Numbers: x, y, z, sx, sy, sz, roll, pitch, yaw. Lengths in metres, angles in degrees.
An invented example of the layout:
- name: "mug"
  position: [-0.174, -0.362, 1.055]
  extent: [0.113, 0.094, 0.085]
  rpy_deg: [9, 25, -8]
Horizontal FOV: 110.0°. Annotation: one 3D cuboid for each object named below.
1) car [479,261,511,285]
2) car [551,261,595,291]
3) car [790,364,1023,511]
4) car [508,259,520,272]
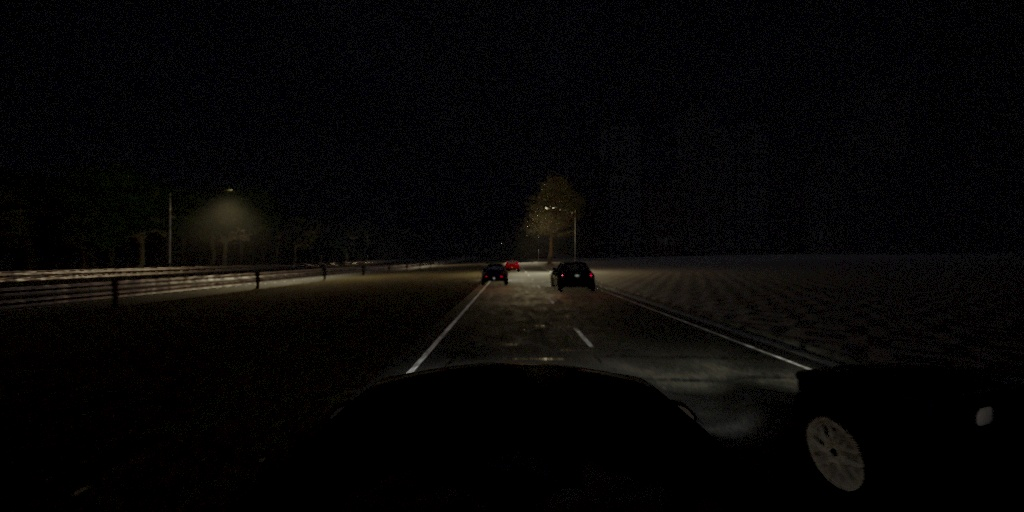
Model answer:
- name: "car"
  position: [-1.215, 1.293, 26.387]
  extent: [1.812, 1.442, 4.674]
  rpy_deg: [0, 0, 0]
- name: "car"
  position: [3.608, 1.113, 21.934]
  extent: [2.097, 1.767, 4.553]
  rpy_deg: [0, 0, 0]
- name: "car"
  position: [3.602, 1.228, 1.382]
  extent: [1.882, 1.535, 5.008]
  rpy_deg: [0, 0, 0]
- name: "car"
  position: [0.061, 1.296, 48.420]
  extent: [1.882, 1.535, 5.008]
  rpy_deg: [0, 0, 1]
